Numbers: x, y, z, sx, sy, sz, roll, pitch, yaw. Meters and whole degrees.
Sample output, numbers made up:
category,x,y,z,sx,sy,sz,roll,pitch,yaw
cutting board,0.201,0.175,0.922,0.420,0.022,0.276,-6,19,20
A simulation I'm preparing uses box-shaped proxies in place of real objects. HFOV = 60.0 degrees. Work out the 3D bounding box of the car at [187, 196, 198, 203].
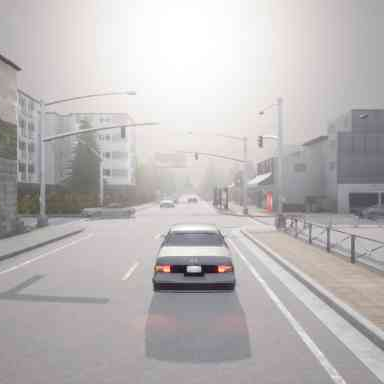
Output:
category,x,y,z,sx,sy,sz,roll,pitch,yaw
car,0.122,1.526,68.876,1.812,1.442,4.674,0,0,0

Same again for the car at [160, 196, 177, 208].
category,x,y,z,sx,sy,sz,roll,pitch,yaw
car,-3.582,1.525,48.244,1.812,1.442,4.674,0,0,0

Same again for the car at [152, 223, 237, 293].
category,x,y,z,sx,sy,sz,roll,pitch,yaw
car,0.062,1.547,8.990,2.033,1.411,5.357,0,0,1

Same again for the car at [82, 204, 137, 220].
category,x,y,z,sx,sy,sz,roll,pitch,yaw
car,-7.571,1.755,30.507,4.718,1.301,1.895,0,0,-38

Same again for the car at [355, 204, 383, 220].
category,x,y,z,sx,sy,sz,roll,pitch,yaw
car,16.724,1.740,29.382,4.181,1.385,1.994,0,0,0

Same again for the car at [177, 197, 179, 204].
category,x,y,z,sx,sy,sz,roll,pitch,yaw
car,-3.533,1.505,63.510,1.837,1.490,4.892,0,0,1
